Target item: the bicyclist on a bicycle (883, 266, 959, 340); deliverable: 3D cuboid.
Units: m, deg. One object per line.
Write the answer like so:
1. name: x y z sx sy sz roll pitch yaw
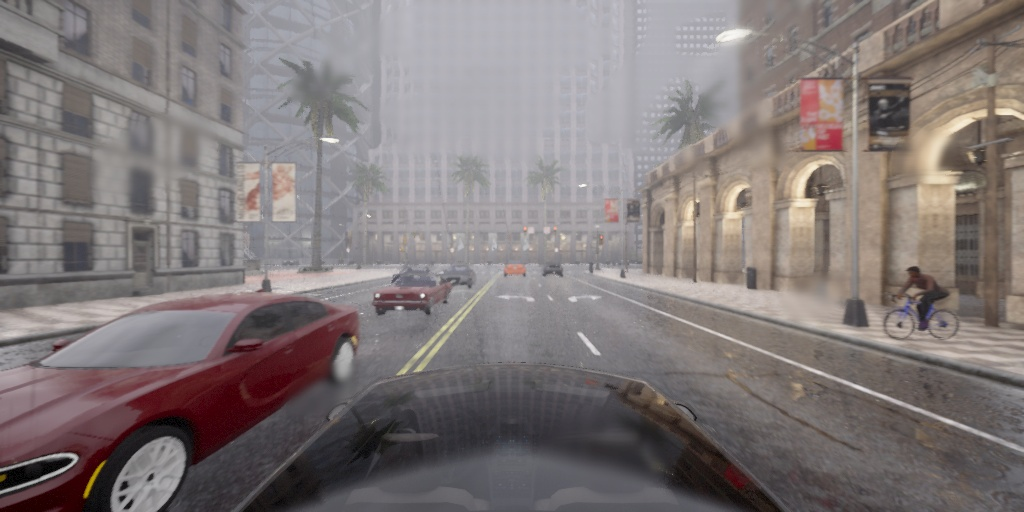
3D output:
1. bicyclist on a bicycle: 8.946 1.040 7.843 1.656 1.620 0.582 0 0 0

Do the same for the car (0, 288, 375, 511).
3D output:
1. car: -3.594 1.230 4.284 1.882 1.535 5.008 0 0 0

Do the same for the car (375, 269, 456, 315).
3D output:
1. car: -3.568 1.351 13.626 1.895 1.301 4.718 0 0 1

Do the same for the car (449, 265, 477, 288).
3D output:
1. car: -3.448 1.310 23.500 1.994 1.385 4.181 0 0 1

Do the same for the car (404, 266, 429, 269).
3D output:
1. car: -6.857 1.415 25.379 1.895 1.301 4.718 0 0 1

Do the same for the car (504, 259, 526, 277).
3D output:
1. car: 0.303 1.091 35.160 2.097 1.767 4.553 0 0 1

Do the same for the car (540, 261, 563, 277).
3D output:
1. car: 3.835 1.241 34.748 1.837 1.490 4.892 0 0 1
